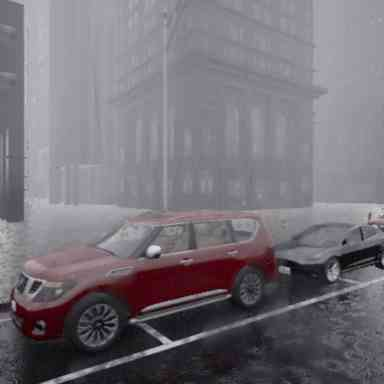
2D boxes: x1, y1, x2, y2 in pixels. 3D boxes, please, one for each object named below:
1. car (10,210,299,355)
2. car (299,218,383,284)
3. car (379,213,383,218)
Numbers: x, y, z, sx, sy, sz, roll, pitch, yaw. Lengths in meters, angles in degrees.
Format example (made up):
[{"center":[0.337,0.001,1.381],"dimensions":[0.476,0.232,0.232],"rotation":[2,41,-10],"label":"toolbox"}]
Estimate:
[{"center":[-0.526,1.317,6.276],"dimensions":[5.009,1.841,2.192],"rotation":[0,0,-36],"label":"car"},{"center":[4.096,1.571,9.573],"dimensions":[4.313,1.339,1.947],"rotation":[0,0,-36],"label":"car"},{"center":[8.717,1.324,12.871],"dimensions":[5.009,1.841,2.192],"rotation":[0,0,-36],"label":"car"}]
